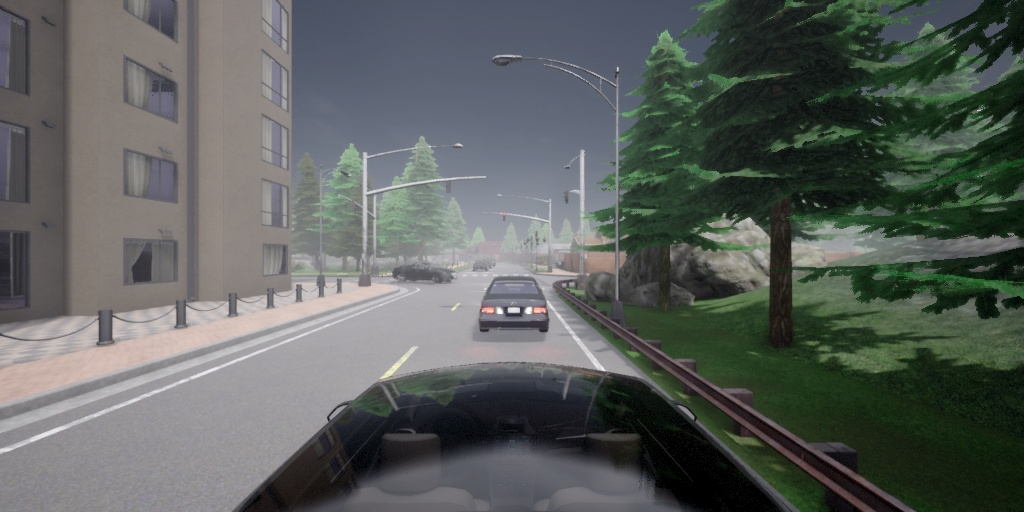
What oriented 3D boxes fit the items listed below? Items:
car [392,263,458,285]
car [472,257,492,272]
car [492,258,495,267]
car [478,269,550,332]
[{"bbox_3d":[-6.287,1.223,25.965,4.902,1.511,2.128,0,-1,19],"label":"car"},{"bbox_3d":[-4.012,1.220,46.336,1.837,1.490,4.892,0,0,0],"label":"car"},{"bbox_3d":[-4.068,1.219,55.802,1.837,1.490,4.892,0,0,0],"label":"car"},{"bbox_3d":[0.066,1.296,10.778,2.033,1.411,5.357,0,0,1],"label":"car"}]
